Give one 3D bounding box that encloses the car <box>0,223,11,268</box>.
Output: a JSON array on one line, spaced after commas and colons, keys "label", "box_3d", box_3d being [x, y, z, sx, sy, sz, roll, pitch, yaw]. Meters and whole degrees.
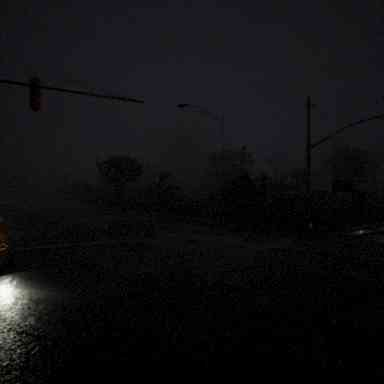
[{"label": "car", "box_3d": [-7.104, 1.491, 10.774, 1.882, 1.535, 5.008, 0, 0, -32]}]
